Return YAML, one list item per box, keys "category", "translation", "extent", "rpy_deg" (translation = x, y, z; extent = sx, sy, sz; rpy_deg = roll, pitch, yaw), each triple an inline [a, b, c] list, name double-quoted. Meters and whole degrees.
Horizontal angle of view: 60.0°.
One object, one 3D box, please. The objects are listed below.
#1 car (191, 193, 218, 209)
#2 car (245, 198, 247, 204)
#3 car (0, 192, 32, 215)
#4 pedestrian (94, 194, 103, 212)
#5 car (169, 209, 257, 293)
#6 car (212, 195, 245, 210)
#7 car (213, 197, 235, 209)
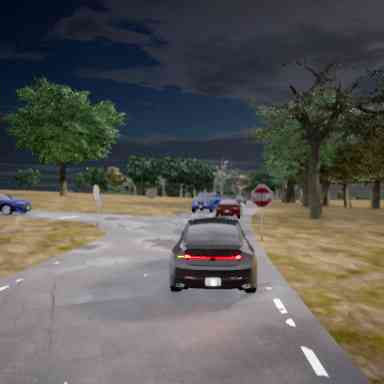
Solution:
- category: "car"
  translation: [1.561, 1.079, 35.159]
  extent: [2.150, 2.045, 5.566]
  rpy_deg: [0, 0, 15]
- category: "car"
  translation: [8.400, 1.344, 58.753]
  extent: [2.097, 1.767, 4.553]
  rpy_deg: [0, 0, 16]
- category: "car"
  translation: [-13.582, 0.687, 22.828]
  extent: [5.008, 1.535, 1.882]
  rpy_deg: [3, 0, 6]
- category: "pedestrian"
  translation: [-8.059, 0.794, 28.551]
  extent: [0.375, 1.860, 0.375]
  rpy_deg: [0, -3, 7]
- category: "car"
  translation: [0.541, 1.416, 8.623]
  extent: [1.837, 1.490, 4.892]
  rpy_deg: [0, 0, 3]
- category: "car"
  translation: [3.195, 1.309, 27.894]
  extent: [1.882, 1.535, 5.008]
  rpy_deg: [0, 0, 12]
- category: "car"
  translation: [4.454, 1.461, 45.440]
  extent: [2.033, 1.411, 5.357]
  rpy_deg: [0, 0, 17]
